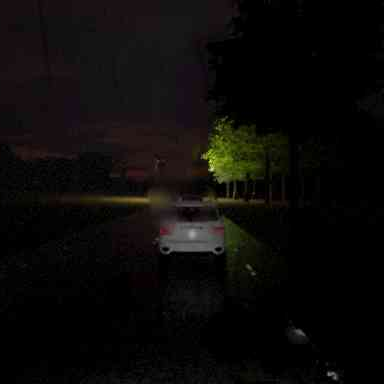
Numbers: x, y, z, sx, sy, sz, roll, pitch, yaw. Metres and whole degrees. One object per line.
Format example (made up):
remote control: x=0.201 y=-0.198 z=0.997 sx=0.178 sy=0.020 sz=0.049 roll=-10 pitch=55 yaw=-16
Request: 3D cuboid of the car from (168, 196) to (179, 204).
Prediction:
car: x=-3.515 y=1.546 z=64.528 sx=1.812 sy=1.442 sz=4.674 roll=0 pitch=1 yaw=1

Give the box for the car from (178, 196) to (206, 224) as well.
car: x=0.013 y=1.377 z=27.515 sx=2.150 sy=2.045 sz=5.566 roll=0 pitch=0 yaw=0

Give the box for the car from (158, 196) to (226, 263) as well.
car: x=0.011 y=1.317 z=12.560 sx=2.150 sy=2.045 sz=5.566 roll=0 pitch=0 yaw=0
